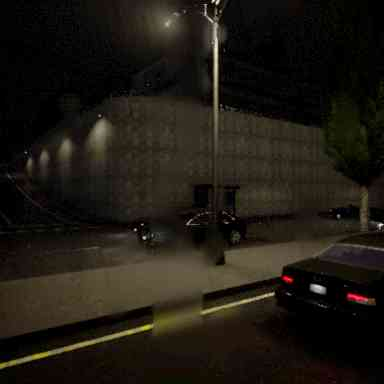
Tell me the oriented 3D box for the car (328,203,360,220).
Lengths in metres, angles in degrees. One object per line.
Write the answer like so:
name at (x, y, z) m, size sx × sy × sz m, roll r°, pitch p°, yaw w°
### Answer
car at (13.448, 1.586, 27.713) m, size 4.718 × 1.301 × 1.895 m, roll 0°, pitch 0°, yaw -35°

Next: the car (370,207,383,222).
car at (15.559, 1.549, 24.917) m, size 4.181 × 1.385 × 1.994 m, roll 0°, pitch 0°, yaw -35°

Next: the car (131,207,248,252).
car at (0.181, 1.500, 13.949) m, size 4.892 × 1.490 × 1.837 m, roll 0°, pitch 0°, yaw -35°

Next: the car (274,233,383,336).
car at (3.984, 1.544, 6.590) m, size 5.357 × 1.411 × 2.033 m, roll 0°, pitch 0°, yaw -36°

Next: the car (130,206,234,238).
car at (-0.525, 1.542, 18.267) m, size 5.357 × 1.411 × 2.033 m, roll 0°, pitch 0°, yaw -27°
